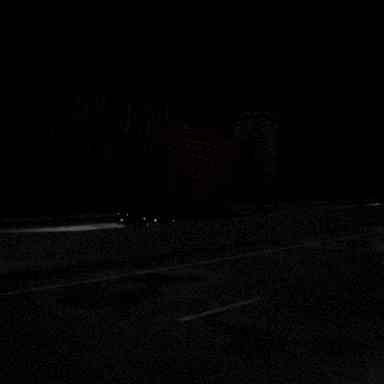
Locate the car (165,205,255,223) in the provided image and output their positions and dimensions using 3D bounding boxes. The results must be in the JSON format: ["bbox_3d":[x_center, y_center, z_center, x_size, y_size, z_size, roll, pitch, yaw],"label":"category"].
[{"bbox_3d":[1.199,1.524,17.747,4.718,1.301,1.895,-1,1,-36],"label":"car"}]

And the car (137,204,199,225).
[{"bbox_3d":[-0.406,1.463,20.901,5.357,1.411,2.033,-1,1,-36],"label":"car"}]

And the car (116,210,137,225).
[{"bbox_3d":[-2.872,1.525,23.441,4.718,1.301,1.895,-1,1,-36],"label":"car"}]
